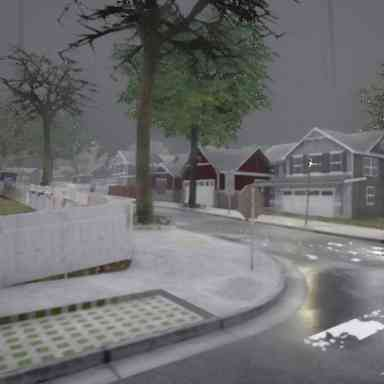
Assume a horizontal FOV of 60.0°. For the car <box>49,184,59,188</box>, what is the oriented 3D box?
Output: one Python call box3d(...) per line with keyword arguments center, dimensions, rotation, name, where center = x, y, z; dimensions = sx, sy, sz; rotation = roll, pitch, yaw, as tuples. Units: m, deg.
box3d(center=(-19.677, -0.397, 45.964), dimensions=(2.128, 1.511, 4.902), rotation=(2, 1, -35), name="car")
